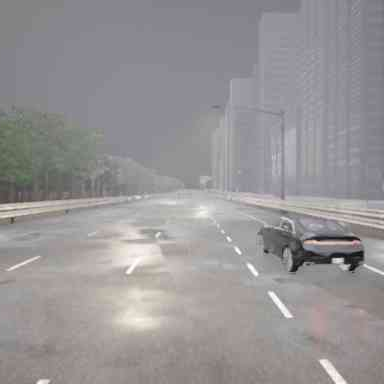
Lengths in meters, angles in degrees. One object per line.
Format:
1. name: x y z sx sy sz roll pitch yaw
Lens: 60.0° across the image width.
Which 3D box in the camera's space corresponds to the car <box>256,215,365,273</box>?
1. car: 3.459 1.476 10.584 2.128 1.511 4.902 0 0 -3
